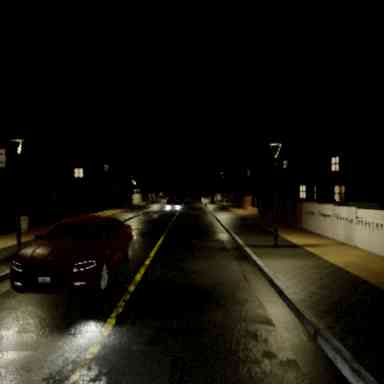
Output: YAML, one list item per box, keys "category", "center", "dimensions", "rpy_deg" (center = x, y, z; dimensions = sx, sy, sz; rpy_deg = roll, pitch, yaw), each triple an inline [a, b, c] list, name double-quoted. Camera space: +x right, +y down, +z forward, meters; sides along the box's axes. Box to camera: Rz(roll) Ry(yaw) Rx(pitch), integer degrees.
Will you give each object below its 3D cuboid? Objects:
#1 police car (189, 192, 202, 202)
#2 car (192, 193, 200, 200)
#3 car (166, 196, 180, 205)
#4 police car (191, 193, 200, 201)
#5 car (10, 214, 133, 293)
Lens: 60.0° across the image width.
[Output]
- category: "police car"
  center: [0.817, 1.073, 62.768]
  dimensions: [1.930, 1.638, 5.238]
  rpy_deg: [0, 0, 0]
- category: "car"
  center: [0.815, 1.113, 78.660]
  dimensions: [1.837, 1.490, 4.892]
  rpy_deg: [0, 0, 0]
- category: "car"
  center: [-2.836, 1.294, 50.413]
  dimensions: [1.895, 1.301, 4.718]
  rpy_deg: [0, 0, 0]
- category: "police car"
  center: [0.816, 1.046, 72.770]
  dimensions: [1.930, 1.638, 5.238]
  rpy_deg: [0, 0, 0]
- category: "car"
  center: [-2.850, 1.406, 8.912]
  dimensions: [1.882, 1.535, 5.008]
  rpy_deg: [0, 0, 0]
